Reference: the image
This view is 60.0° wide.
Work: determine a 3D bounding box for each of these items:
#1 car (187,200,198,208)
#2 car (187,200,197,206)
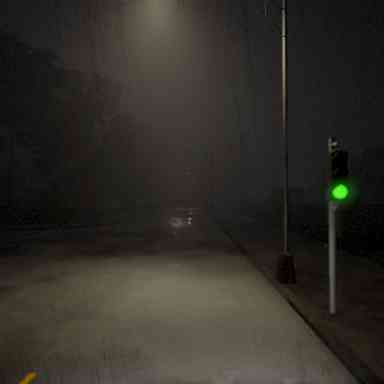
[{"bbox_3d":[0.096,2.341,65.351,1.837,1.490,4.892,0,-1,0],"label":"car"},{"bbox_3d":[-0.005,2.509,75.695,2.033,1.411,5.357,0,-1,0],"label":"car"}]
